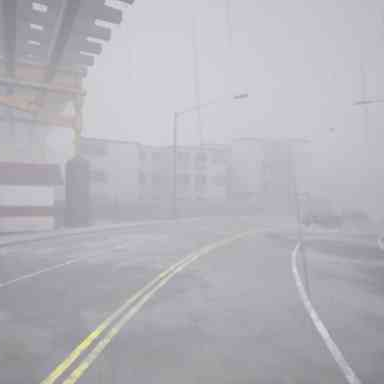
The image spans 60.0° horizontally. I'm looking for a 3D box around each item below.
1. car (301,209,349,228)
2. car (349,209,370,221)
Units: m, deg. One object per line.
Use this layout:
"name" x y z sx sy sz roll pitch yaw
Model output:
"car" 11.004 2.221 27.912 2.033 1.411 5.357 0 -2 42
"car" 18.593 2.734 38.984 5.357 1.411 2.033 2 -1 -31
